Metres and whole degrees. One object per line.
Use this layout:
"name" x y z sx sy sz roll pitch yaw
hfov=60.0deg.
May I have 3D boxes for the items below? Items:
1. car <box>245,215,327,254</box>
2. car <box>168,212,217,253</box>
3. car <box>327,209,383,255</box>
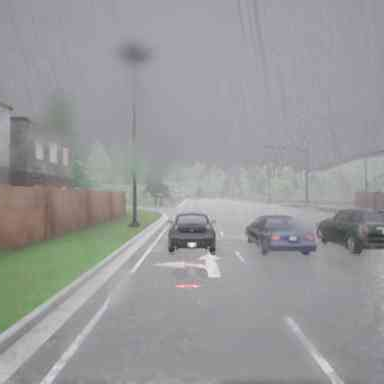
"car" 3.503 1.678 13.991 2.033 1.411 5.357 0 -1 0
"car" 0.007 1.641 14.307 1.837 1.490 4.892 0 0 0
"car" 7.005 1.482 14.085 2.097 1.767 4.553 0 -1 0
